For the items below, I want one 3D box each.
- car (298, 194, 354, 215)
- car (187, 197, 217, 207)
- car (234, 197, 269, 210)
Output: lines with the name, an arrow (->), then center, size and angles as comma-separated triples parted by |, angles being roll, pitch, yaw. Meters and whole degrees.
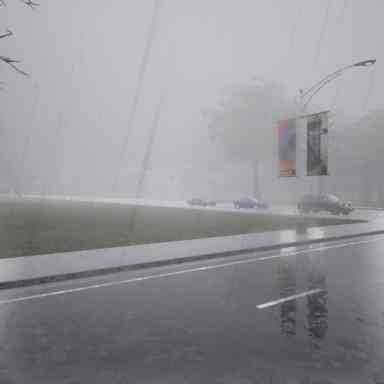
car -> 13.518, 1.224, 33.989 | 2.150, 2.045, 5.566 | 0, 0, -36
car -> 1.424, 1.482, 50.569 | 2.033, 1.411, 5.357 | 0, 0, -36
car -> 7.507, 1.444, 42.223 | 1.882, 1.535, 5.008 | 0, 0, -36
